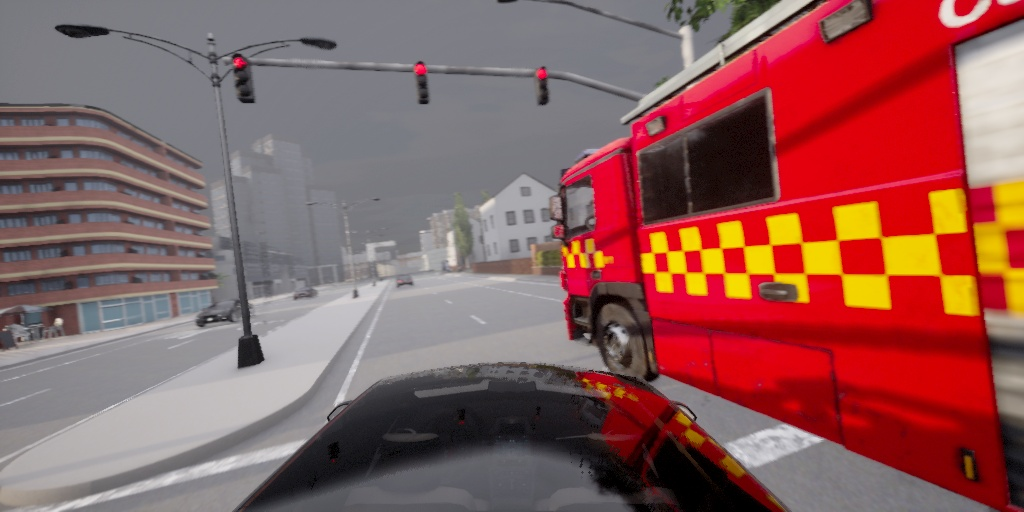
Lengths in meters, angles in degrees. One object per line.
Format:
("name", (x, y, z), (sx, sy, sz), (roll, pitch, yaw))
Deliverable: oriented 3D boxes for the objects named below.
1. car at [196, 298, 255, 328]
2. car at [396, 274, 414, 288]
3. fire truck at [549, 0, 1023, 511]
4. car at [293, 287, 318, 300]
("car", (-18.864, 3.644, 23.769), (1.837, 1.490, 4.892), (-7, 0, -18))
("car", (-12.637, 2.904, 42.303), (2.033, 1.411, 5.357), (-7, 0, -17))
("fire truck", (3.371, -0.350, 2.951), (2.891, 3.827, 8.468), (-7, 0, -18))
("car", (-25.107, 4.509, 43.692), (1.994, 1.385, 4.181), (-7, 0, -18))
